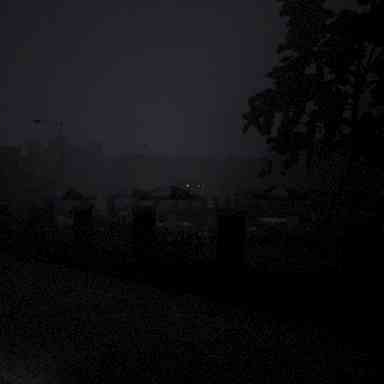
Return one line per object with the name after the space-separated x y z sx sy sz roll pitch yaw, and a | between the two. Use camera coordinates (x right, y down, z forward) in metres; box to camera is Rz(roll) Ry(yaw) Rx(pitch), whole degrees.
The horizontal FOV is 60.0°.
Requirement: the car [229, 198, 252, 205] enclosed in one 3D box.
7.824 1.585 51.740 5.357 1.411 2.033 0 0 -2 | car

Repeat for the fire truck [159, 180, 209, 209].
-0.950 0.380 46.494 2.891 3.827 8.468 0 0 35 | fire truck
